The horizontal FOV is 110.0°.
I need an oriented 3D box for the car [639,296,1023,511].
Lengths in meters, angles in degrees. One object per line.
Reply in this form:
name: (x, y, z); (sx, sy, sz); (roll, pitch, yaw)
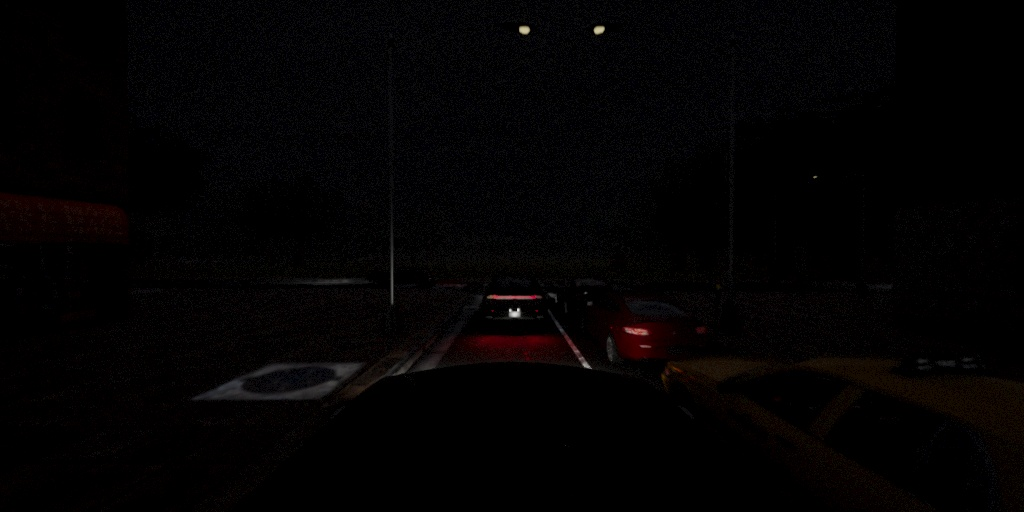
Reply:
car: (2.637, 1.279, 2.442); (1.751, 1.417, 4.829); (0, 0, 0)

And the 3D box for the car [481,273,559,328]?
car: (0.070, 1.298, 11.603); (2.128, 1.511, 4.902); (0, 0, 0)

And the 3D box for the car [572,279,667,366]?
car: (2.632, 1.367, 7.805); (1.802, 1.307, 4.207); (0, 0, 0)

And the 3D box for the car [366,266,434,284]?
car: (-8.421, 1.414, 27.048); (4.718, 1.301, 1.895); (0, 1, 0)

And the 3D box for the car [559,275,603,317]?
car: (2.627, 1.368, 13.337); (2.007, 1.370, 4.403); (0, 0, 0)
